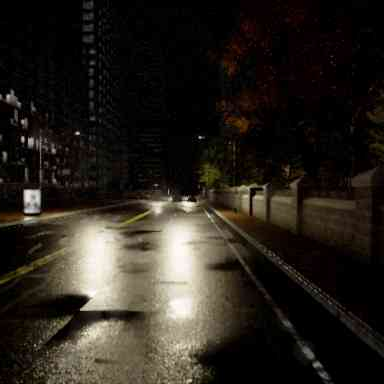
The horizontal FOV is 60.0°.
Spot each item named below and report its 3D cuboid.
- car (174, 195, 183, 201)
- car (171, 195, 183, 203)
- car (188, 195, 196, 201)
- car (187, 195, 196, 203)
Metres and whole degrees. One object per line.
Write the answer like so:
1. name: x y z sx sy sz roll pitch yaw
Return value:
1. car: -3.267 1.453 80.037 1.837 1.490 4.892 0 0 0
2. car: -3.265 1.607 70.027 1.994 1.385 4.181 0 0 0
3. car: -0.018 1.493 80.038 2.033 1.411 5.357 0 0 0
4. car: -0.015 1.577 69.614 2.128 1.511 4.902 0 0 0
